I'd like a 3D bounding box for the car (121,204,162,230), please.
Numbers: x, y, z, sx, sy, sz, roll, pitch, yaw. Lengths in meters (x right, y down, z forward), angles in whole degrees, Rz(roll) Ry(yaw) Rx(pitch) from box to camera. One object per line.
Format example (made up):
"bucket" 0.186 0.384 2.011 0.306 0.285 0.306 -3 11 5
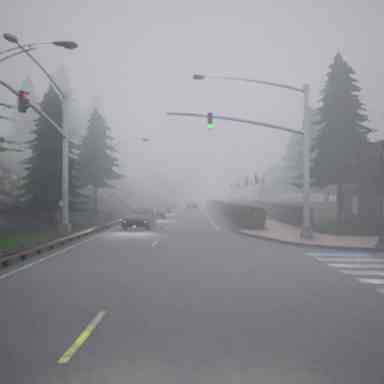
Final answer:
"car" -3.601 1.808 23.515 2.033 1.411 5.357 0 -1 0

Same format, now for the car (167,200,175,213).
"car" -3.597 1.986 43.635 1.837 1.490 4.892 0 0 0

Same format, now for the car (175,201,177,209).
"car" -3.546 2.101 56.528 1.882 1.535 5.008 0 -1 0

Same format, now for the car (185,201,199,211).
"car" -0.003 2.036 50.602 1.882 1.535 5.008 0 -1 0

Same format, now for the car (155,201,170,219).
"car" -3.595 1.897 33.580 1.812 1.442 4.674 0 -1 0
